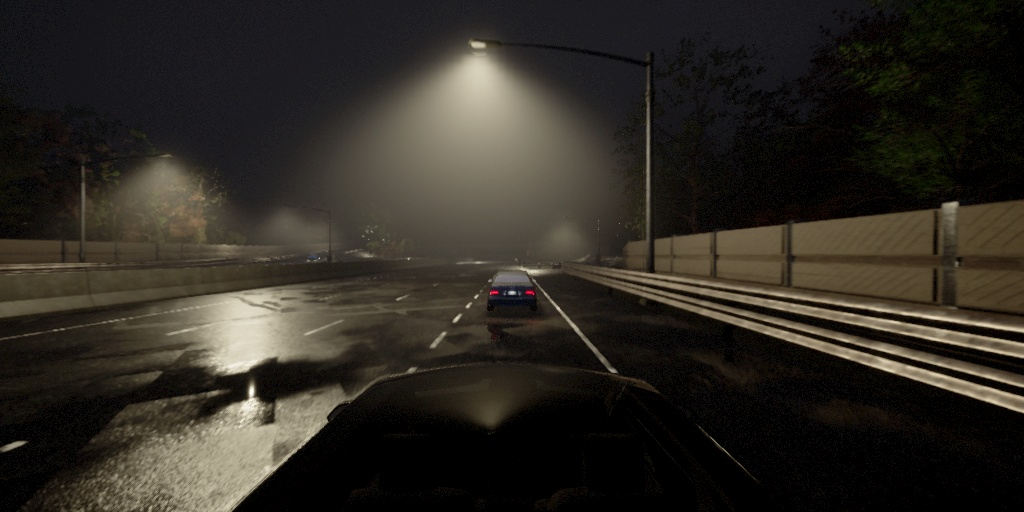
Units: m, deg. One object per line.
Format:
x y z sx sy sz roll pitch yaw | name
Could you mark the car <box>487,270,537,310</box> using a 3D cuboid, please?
0.004 1.295 14.636 2.033 1.411 5.357 0 0 0 | car
